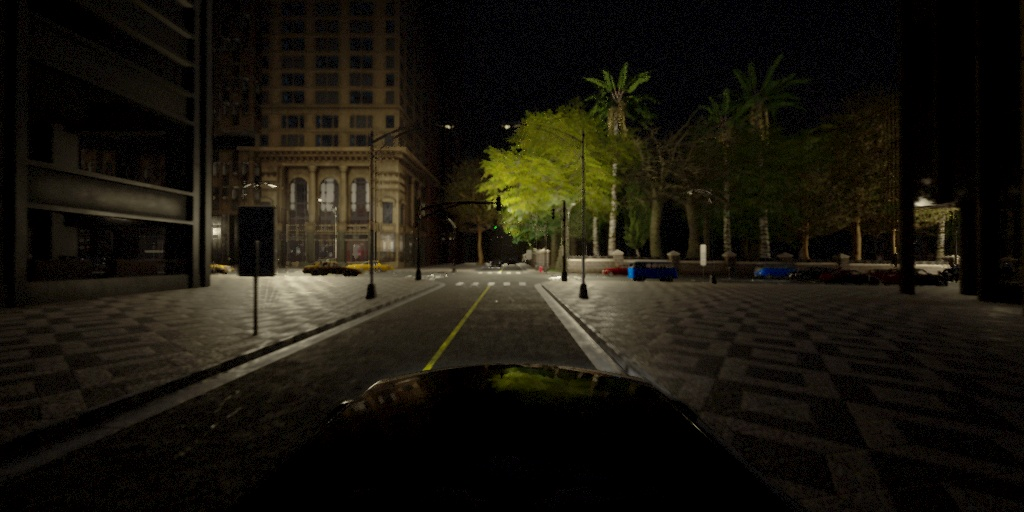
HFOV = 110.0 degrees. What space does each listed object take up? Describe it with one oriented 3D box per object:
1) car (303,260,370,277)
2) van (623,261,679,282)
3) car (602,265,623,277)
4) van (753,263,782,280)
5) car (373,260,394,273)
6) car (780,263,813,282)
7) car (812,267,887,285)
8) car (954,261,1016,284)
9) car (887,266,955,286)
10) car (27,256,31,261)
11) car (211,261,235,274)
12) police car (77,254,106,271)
[{"bbox_3d":[-15.062,1.050,30.440,4.829,1.417,1.751,0,0,0],"label":"car"},{"bbox_3d":[11.856,1.315,30.349,3.998,1.789,1.690,0,0,0],"label":"van"},{"bbox_3d":[11.873,1.605,38.875,4.207,1.307,1.802,0,0,0],"label":"car"},{"bbox_3d":[28.443,1.638,38.819,3.998,1.789,1.690,0,0,0],"label":"van"},{"bbox_3d":[-15.383,1.099,38.966,4.829,1.417,1.751,0,0,0],"label":"car"},{"bbox_3d":[30.495,1.807,36.140,4.902,1.511,2.128,1,0,0],"label":"car"},{"bbox_3d":[28.426,1.831,30.294,4.207,1.307,1.802,0,0,0],"label":"car"},{"bbox_3d":[46.718,1.526,36.001,5.566,2.045,2.150,1,0,0],"label":"car"},{"bbox_3d":[33.949,1.780,30.275,4.097,1.591,1.967,0,0,0],"label":"car"},{"bbox_3d":[-49.233,0.462,39.080,4.097,1.591,1.967,0,0,0],"label":"car"},{"bbox_3d":[-26.402,0.865,30.478,4.829,1.417,1.751,0,0,0],"label":"car"},{"bbox_3d":[-39.748,0.646,33.289,4.974,1.542,2.038,1,0,0],"label":"police car"}]
